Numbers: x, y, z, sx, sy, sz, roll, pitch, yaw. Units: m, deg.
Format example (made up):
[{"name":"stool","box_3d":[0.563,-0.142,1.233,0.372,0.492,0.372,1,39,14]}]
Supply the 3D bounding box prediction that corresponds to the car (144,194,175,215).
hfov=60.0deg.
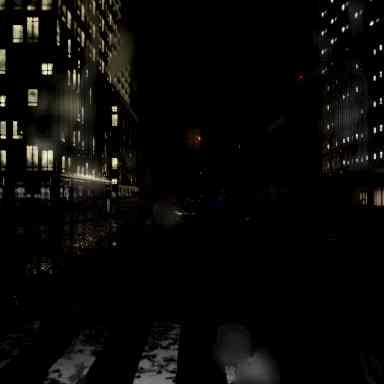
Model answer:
[{"name":"car","box_3d":[-3.200,1.222,33.569,2.150,2.045,5.566,0,0,0]}]

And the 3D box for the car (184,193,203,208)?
[{"name":"car","box_3d":[0.057,1.221,47.423,2.150,2.045,5.566,0,0,0]}]

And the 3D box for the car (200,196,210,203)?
[{"name":"car","box_3d":[2.755,1.542,69.110,1.887,1.381,4.507,0,0,0]}]

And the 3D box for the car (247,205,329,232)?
[{"name":"car","box_3d":[5.874,1.564,20.662,4.892,1.490,1.837,2,1,11]}]

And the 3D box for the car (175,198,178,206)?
[{"name":"car","box_3d":[-3.155,1.525,43.347,1.812,1.442,4.674,0,0,0]}]

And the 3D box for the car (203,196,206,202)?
[{"name":"car","box_3d":[2.650,1.544,41.417,1.887,1.381,4.507,0,0,0]}]

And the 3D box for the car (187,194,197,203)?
[{"name":"car","box_3d":[0.079,1.352,72.800,2.097,1.767,4.553,0,0,0]}]

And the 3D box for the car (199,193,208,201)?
[{"name":"car","box_3d":[2.833,1.309,85.728,2.192,1.841,5.009,0,0,0]}]

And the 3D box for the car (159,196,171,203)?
[{"name":"car","box_3d":[-5.626,1.548,69.148,2.008,1.369,4.403,0,0,0]}]

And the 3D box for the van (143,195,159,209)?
[{"name":"van","box_3d":[-5.727,1.341,46.992,1.690,1.788,3.998,0,0,0]}]

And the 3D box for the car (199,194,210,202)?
[{"name":"car","box_3d":[2.781,1.312,74.650,2.192,1.841,5.009,0,0,0]}]

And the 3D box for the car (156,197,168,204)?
[{"name":"car","box_3d":[-5.651,1.564,63.609,1.947,1.339,4.313,0,0,0]}]

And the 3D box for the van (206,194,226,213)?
[{"name":"van","box_3d":[2.715,1.341,35.878,1.690,1.788,3.998,0,0,0]}]

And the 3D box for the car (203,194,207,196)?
[{"name":"car","box_3d":[2.730,1.313,63.571,2.192,1.841,5.009,0,0,0]}]

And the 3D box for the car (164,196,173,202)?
[{"name":"car","box_3d":[-5.574,1.578,80.227,1.802,1.307,4.206,0,0,0]}]
